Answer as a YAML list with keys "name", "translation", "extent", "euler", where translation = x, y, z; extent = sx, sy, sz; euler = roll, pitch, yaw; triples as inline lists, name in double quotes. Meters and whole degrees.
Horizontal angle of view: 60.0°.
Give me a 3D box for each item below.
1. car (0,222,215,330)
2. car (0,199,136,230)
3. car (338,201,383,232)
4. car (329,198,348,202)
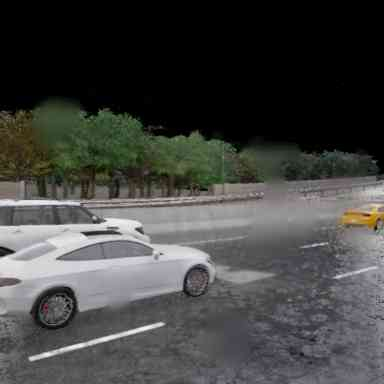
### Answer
- name: "car"
  translation: [-1.665, 1.524, 6.855]
  extent: [4.674, 1.442, 1.812]
  euler: [0, 0, -36]
- name: "car"
  translation: [-3.975, 1.220, 9.508]
  extent: [5.566, 2.045, 2.150]
  euler: [0, 0, -36]
- name: "car"
  translation: [11.208, 1.465, 20.342]
  extent: [5.008, 1.535, 1.882]
  euler: [0, 0, -36]
- name: "car"
  translation: [19.175, 1.538, 43.527]
  extent: [4.181, 1.385, 1.994]
  euler: [0, 0, -36]
